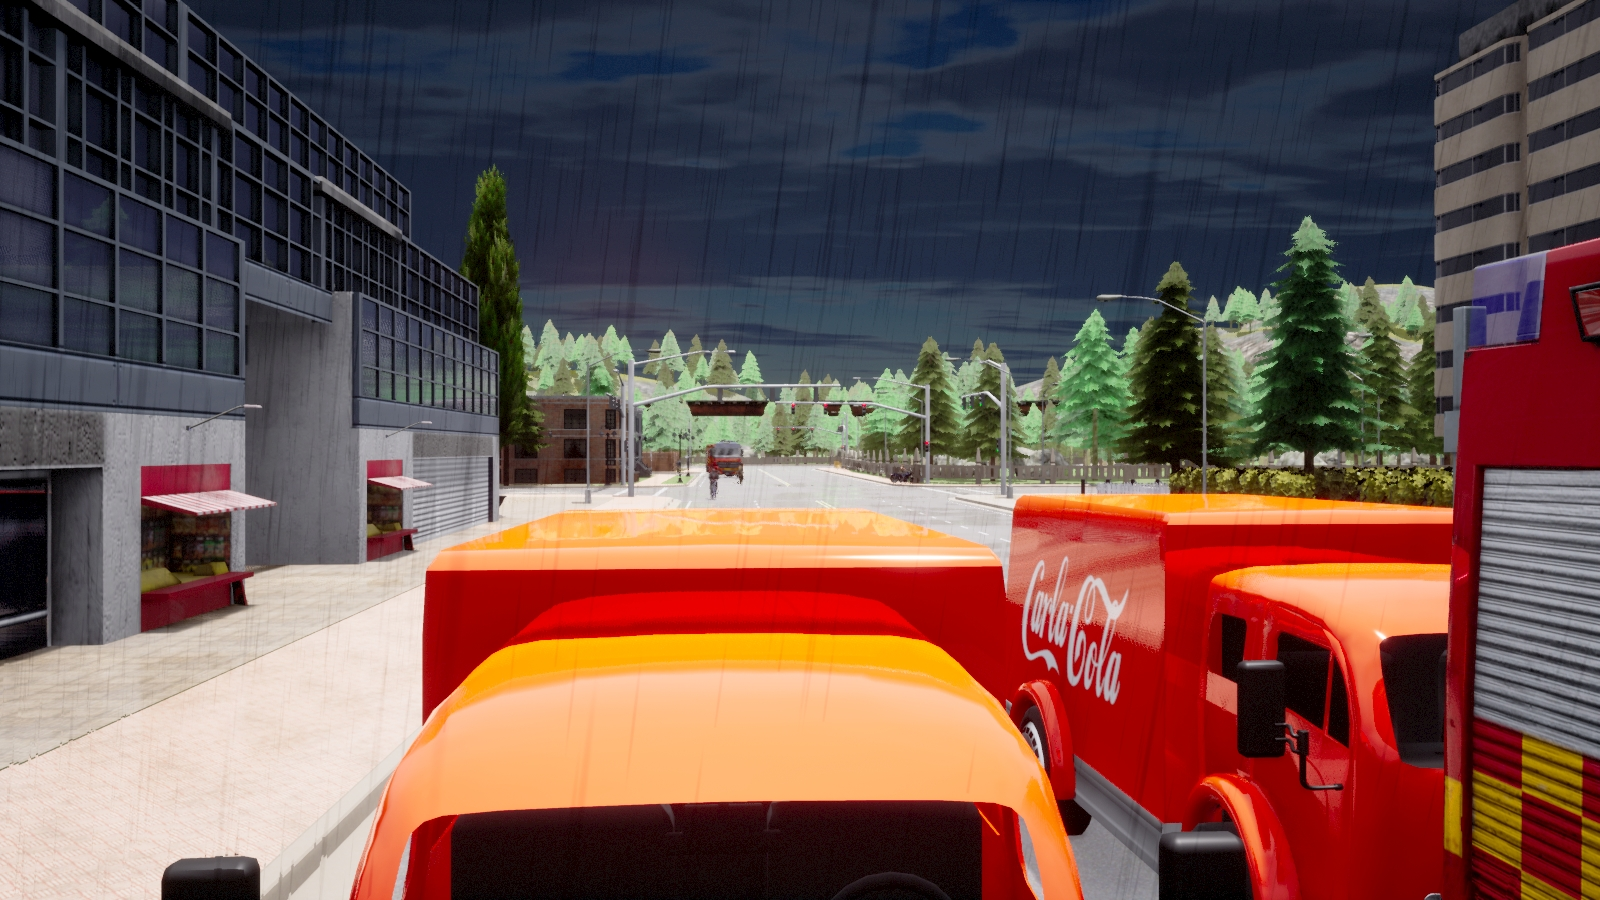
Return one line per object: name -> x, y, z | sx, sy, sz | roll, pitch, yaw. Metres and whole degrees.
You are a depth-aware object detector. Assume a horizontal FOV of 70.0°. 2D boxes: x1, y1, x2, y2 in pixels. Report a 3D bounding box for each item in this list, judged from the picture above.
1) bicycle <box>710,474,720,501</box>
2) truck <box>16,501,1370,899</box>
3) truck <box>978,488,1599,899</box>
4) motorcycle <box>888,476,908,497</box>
bicycle -> -4.707, 2.060, 63.129 | 0.329, 1.471, 1.835 | -1, 0, -9
truck -> -0.347, 1.568, 4.821 | 2.627, 2.467, 5.204 | 0, 0, -4
truck -> 3.003, 1.568, 7.234 | 2.627, 2.467, 5.204 | 0, 0, -4
motorcycle -> 5.944, 2.205, 69.519 | 0.867, 1.251, 2.209 | 0, 0, -4
